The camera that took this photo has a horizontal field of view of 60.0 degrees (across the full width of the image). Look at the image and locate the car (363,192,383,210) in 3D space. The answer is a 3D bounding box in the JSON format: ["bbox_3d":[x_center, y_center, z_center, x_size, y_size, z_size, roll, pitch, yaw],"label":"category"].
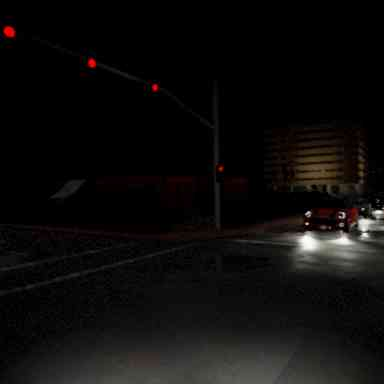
[{"bbox_3d":[18.200,0.856,33.953,2.097,1.767,4.553,-1,0,34],"label":"car"}]

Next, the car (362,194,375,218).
[{"bbox_3d":[12.569,1.163,25.478,1.812,1.442,4.674,-1,0,34],"label":"car"}]

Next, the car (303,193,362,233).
[{"bbox_3d":[7.583,1.107,17.994,2.097,1.767,4.553,-1,0,34],"label":"car"}]

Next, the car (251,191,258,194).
[{"bbox_3d":[10.790,0.743,62.005,4.605,1.855,1.932,-1,0,34],"label":"car"}]
